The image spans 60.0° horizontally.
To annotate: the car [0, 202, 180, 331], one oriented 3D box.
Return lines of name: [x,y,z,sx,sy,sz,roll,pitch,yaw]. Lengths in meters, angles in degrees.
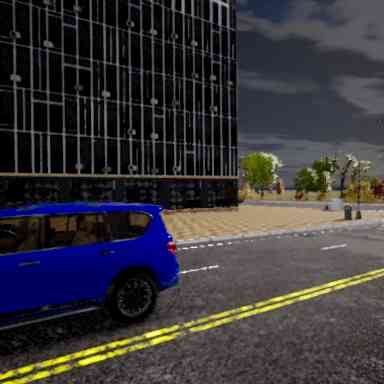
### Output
car: [-2.833,1.224,5.657,5.566,2.045,2.150,0,0,-36]

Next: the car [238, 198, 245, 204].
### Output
car: [8.677,1.700,69.729,2.033,1.411,5.357,-1,0,-33]

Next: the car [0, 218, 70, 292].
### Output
car: [-5.589,1.504,7.683,4.892,1.490,1.837,0,0,-36]
